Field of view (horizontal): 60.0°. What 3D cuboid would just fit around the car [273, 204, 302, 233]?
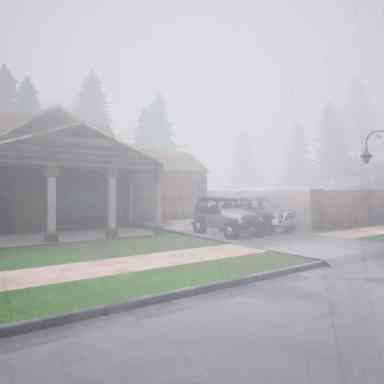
[{"bbox_3d":[3.434,1.174,17.762,1.932,1.855,4.605,0,0,-36],"label":"car"}]

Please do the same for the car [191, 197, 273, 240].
[{"bbox_3d":[1.614,1.176,15.984,1.905,1.878,3.866,0,0,-36],"label":"car"}]
